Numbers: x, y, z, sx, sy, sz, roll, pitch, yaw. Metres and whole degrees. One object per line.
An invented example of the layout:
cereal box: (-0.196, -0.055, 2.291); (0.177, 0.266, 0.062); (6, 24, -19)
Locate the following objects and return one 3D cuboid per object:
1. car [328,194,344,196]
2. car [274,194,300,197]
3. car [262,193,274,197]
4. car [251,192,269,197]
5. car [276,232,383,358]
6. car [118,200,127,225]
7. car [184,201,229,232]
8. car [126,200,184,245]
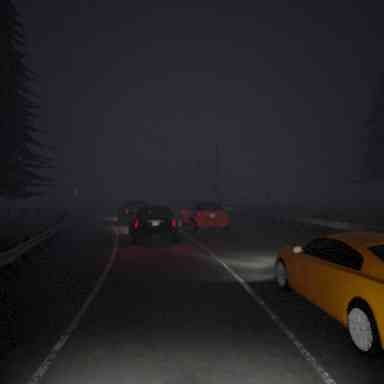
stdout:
car: (38.338, 1.360, 87.155); (4.902, 1.511, 2.128); (0, 0, -42)
car: (23.030, 1.383, 80.630); (4.892, 1.490, 1.837); (0, 0, -27)
car: (20.525, 1.484, 83.238); (4.718, 1.301, 1.895); (0, 0, -27)
car: (17.898, 1.120, 85.847); (5.566, 2.045, 2.150); (0, 0, -24)
car: (3.098, 1.465, 6.065); (1.882, 1.535, 5.008); (0, -1, -5)
car: (-4.261, 1.349, 24.562); (2.097, 1.767, 4.553); (0, 0, -18)
car: (0.642, 1.338, 20.367); (2.097, 1.767, 4.553); (0, 0, -14)
car: (-1.930, 1.348, 15.941); (2.097, 1.767, 4.553); (0, 0, -11)
